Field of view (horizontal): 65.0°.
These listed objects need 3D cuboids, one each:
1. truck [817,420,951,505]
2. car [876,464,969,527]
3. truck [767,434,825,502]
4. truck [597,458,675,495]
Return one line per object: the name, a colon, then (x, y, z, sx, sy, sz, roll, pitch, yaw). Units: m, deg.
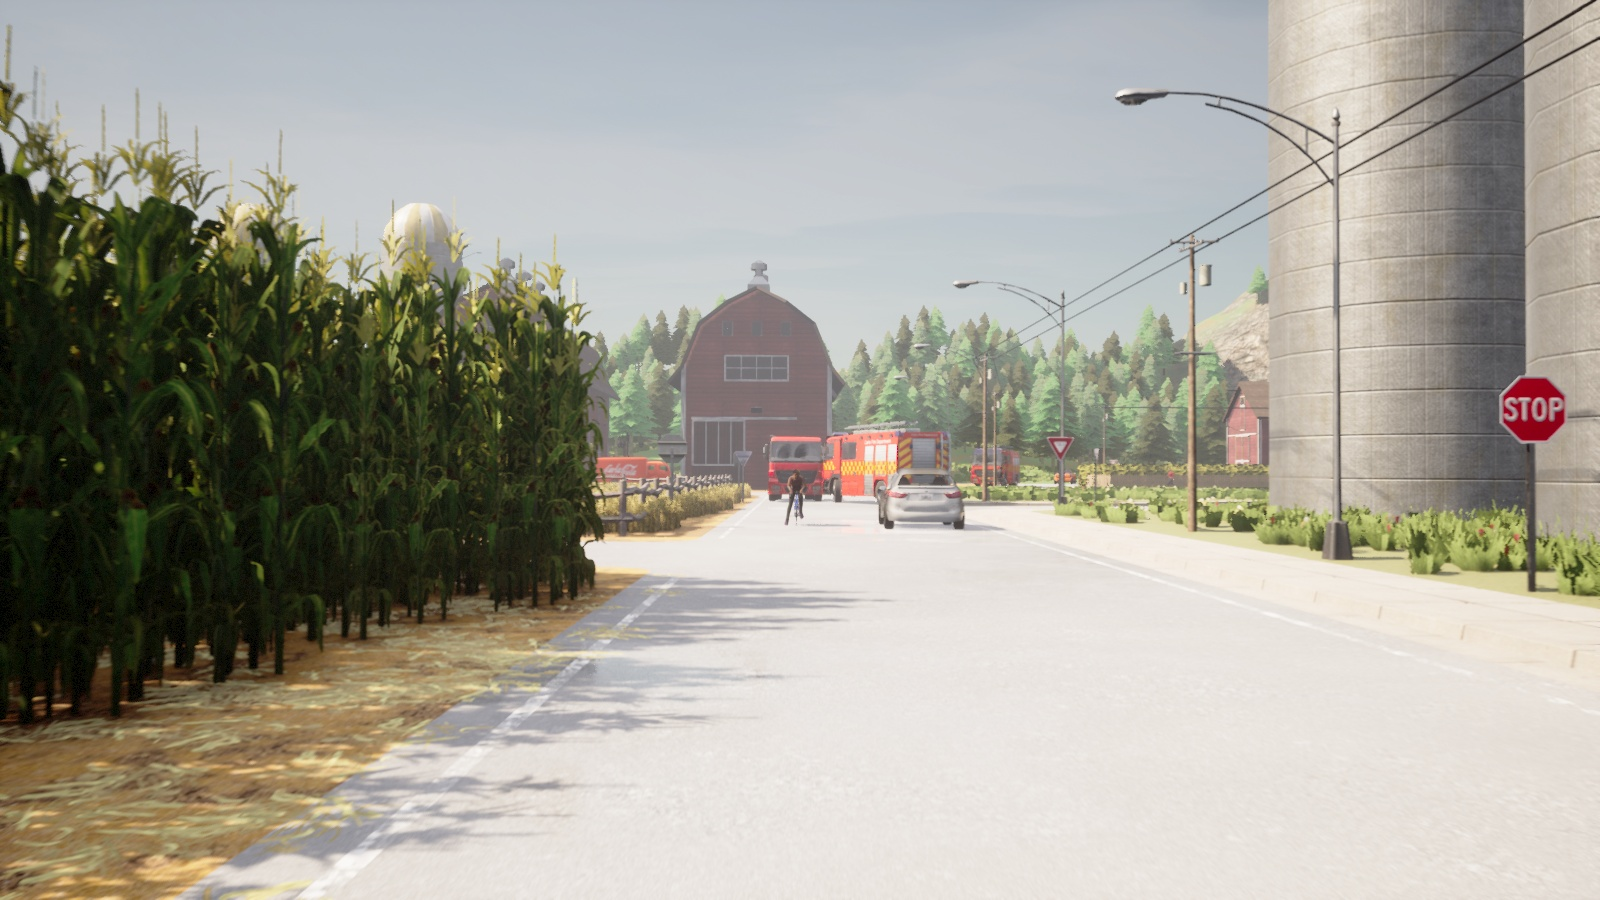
truck: (3.920, 0.658, 61.040, 2.891, 3.827, 8.468, 0, -1, -24)
car: (3.385, 1.243, 35.557, 2.242, 1.667, 4.611, 0, -1, 1)
truck: (-0.301, 0.965, 67.947, 2.891, 3.462, 7.936, 0, 0, -2)
truck: (-11.351, 1.840, 87.408, 5.204, 2.467, 2.627, 0, -1, -3)
